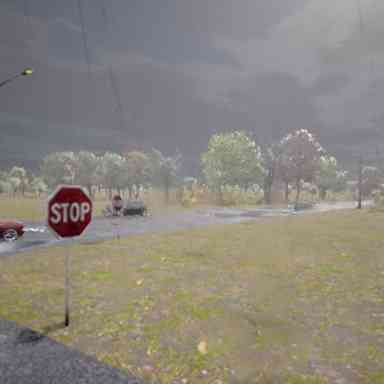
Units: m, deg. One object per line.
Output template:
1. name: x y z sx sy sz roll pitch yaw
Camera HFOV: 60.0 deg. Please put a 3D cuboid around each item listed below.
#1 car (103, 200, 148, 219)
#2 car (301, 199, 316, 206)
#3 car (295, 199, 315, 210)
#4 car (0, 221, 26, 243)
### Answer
1. car: -6.388 1.544 32.143 2.097 1.767 4.553 1 -1 36
2. car: 28.070 2.471 79.864 2.033 1.411 5.357 1 0 36
3. car: 18.314 2.202 54.399 2.128 1.511 4.902 1 0 36
4. car: -10.154 1.712 14.991 1.895 1.301 4.718 0 -1 36
